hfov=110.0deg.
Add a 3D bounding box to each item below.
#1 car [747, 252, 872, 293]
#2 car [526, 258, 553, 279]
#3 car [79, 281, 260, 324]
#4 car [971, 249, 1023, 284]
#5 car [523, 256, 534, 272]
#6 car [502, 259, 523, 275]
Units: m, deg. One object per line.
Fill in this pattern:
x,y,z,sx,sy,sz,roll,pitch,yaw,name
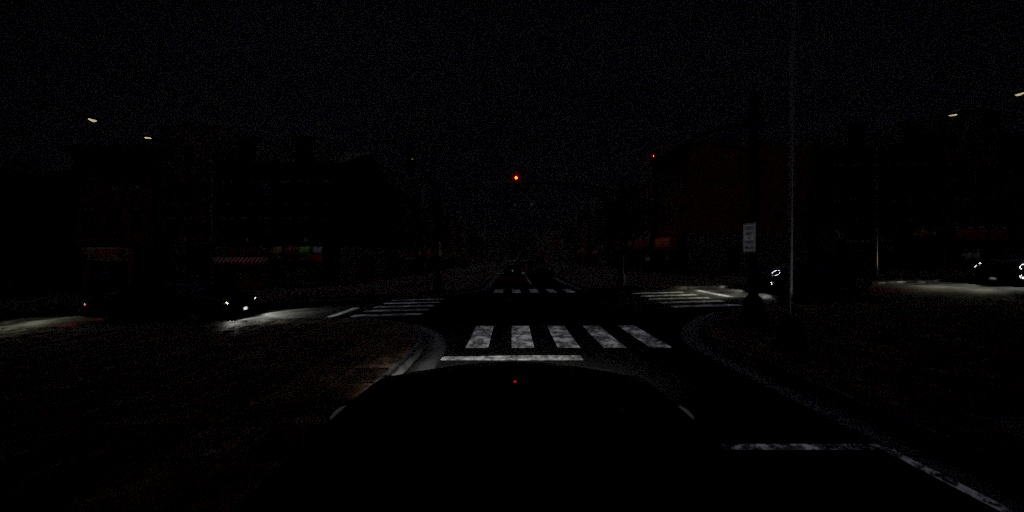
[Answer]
13.358,0.685,16.364,4.553,1.767,2.097,-1,0,1,car
2.633,1.225,33.174,1.967,1.591,4.097,0,0,0,car
-12.587,1.643,13.344,5.357,1.411,2.033,-2,0,0,car
24.177,0.409,16.363,4.553,1.767,2.097,-1,0,0,car
2.632,1.112,38.575,2.192,1.841,5.009,0,0,0,car
0.064,1.325,39.242,1.812,1.442,4.674,0,0,0,car
